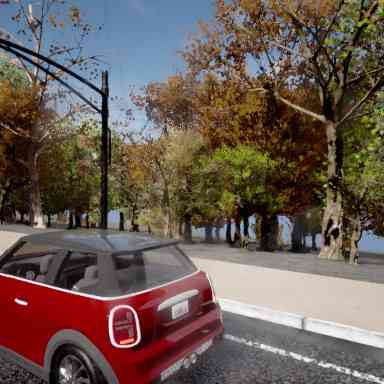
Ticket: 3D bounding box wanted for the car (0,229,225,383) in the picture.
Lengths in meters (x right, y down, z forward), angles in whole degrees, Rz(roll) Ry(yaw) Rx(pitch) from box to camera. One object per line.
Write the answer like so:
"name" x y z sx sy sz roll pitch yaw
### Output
"car" -1.861 1.351 5.012 4.553 1.767 2.097 0 0 36
